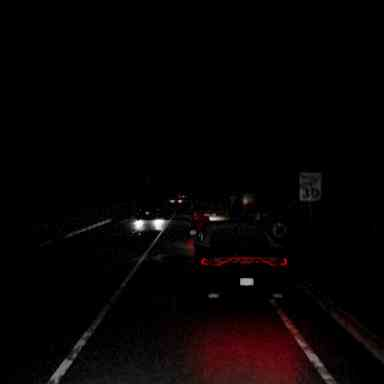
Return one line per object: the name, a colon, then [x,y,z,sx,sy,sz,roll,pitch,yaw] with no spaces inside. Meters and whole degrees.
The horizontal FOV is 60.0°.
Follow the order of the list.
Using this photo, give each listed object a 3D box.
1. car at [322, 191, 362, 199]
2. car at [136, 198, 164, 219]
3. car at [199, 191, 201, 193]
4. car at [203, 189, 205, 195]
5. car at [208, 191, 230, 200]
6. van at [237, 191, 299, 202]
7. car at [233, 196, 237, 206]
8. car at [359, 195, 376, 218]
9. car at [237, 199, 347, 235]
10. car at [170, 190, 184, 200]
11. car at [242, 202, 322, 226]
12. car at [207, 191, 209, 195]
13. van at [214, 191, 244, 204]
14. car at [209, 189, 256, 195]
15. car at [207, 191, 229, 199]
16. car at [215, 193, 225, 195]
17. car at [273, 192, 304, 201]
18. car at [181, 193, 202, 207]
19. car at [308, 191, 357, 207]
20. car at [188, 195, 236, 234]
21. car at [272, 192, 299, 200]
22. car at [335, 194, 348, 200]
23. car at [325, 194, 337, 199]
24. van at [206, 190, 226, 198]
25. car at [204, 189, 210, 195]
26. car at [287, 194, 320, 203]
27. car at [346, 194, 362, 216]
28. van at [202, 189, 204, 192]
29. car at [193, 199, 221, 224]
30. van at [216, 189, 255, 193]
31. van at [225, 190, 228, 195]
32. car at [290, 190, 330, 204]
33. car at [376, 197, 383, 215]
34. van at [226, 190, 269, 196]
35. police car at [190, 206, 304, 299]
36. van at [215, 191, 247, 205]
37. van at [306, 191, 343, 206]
car: [18.745,0.943,41.974,5.566,2.045,2.435,0,1,0]
car: [-3.353,1.323,27.358,1.837,1.490,4.892,0,1,0]
car: [-0.010,0.983,58.231,2.128,1.511,4.902,0,1,0]
car: [5.627,0.605,66.564,5.566,2.045,2.435,0,1,0]
car: [5.620,0.692,69.368,4.553,1.767,2.185,0,1,0]
van: [5.837,1.114,24.510,4.442,1.987,1.878,0,0,0]
car: [5.710,1.322,27.314,5.008,1.535,2.097,0,0,0]
car: [18.785,1.299,30.871,5.008,1.535,2.097,0,0,0]
car: [5.543,1.370,18.905,5.366,1.575,1.946,0,0,0]
car: [-3.264,0.576,68.550,2.150,2.045,5.566,0,1,0]
car: [5.727,1.396,21.708,4.674,1.452,2.002,0,0,0]
car: [5.662,0.974,60.962,4.674,1.452,2.002,0,1,0]
van: [5.794,0.825,52.549,4.442,1.987,1.878,0,1,0]
car: [5.658,0.878,46.942,5.566,2.045,2.435,0,1,0]
car: [5.616,0.653,72.171,4.553,1.767,2.185,0,1,0]
car: [5.701,1.201,41.337,4.892,1.521,2.231,0,1,0]
car: [18.554,0.888,64.182,5.366,1.575,1.946,0,1,0]
car: [0.008,1.195,45.086,2.033,1.411,5.357,0,1,1]
car: [18.797,0.909,44.751,5.566,2.045,2.435,0,1,0]
car: [0.972,1.240,18.374,2.097,1.767,4.553,0,0,0]
car: [18.741,0.853,66.959,4.892,1.521,2.231,0,1,0]
car: [18.752,1.286,36.420,4.792,1.488,2.163,0,1,0]
car: [18.806,1.255,39.203,4.792,1.488,2.163,0,1,0]
van: [5.522,0.475,77.776,4.442,1.987,1.878,0,1,0]
car: [5.631,0.644,63.761,5.566,2.045,2.435,0,1,0]
car: [18.723,1.036,55.856,4.792,1.488,2.163,0,1,0]
car: [18.970,1.275,33.648,5.366,1.575,1.946,0,0,0]
van: [5.505,0.320,88.988,4.442,1.987,1.878,0,1,0]
car: [0.971,1.349,24.413,1.837,1.490,4.892,0,1,0]
van: [5.807,0.942,44.142,4.442,1.987,1.878,0,1,0]
van: [5.824,1.057,32.922,4.442,1.987,1.878,0,0,0]
car: [18.785,0.794,53.077,5.566,2.045,2.435,0,1,0]
car: [18.788,1.320,28.093,4.892,1.521,2.231,0,0,0]
van: [5.595,1.079,30.120,4.442,1.987,1.878,0,0,0]
police car: [0.974,1.377,8.502,1.930,1.638,5.238,0,0,0]
van: [5.798,0.864,49.746,4.442,1.987,1.878,0,1,0]
van: [18.881,0.896,47.527,4.442,1.987,1.878,0,1,0]
